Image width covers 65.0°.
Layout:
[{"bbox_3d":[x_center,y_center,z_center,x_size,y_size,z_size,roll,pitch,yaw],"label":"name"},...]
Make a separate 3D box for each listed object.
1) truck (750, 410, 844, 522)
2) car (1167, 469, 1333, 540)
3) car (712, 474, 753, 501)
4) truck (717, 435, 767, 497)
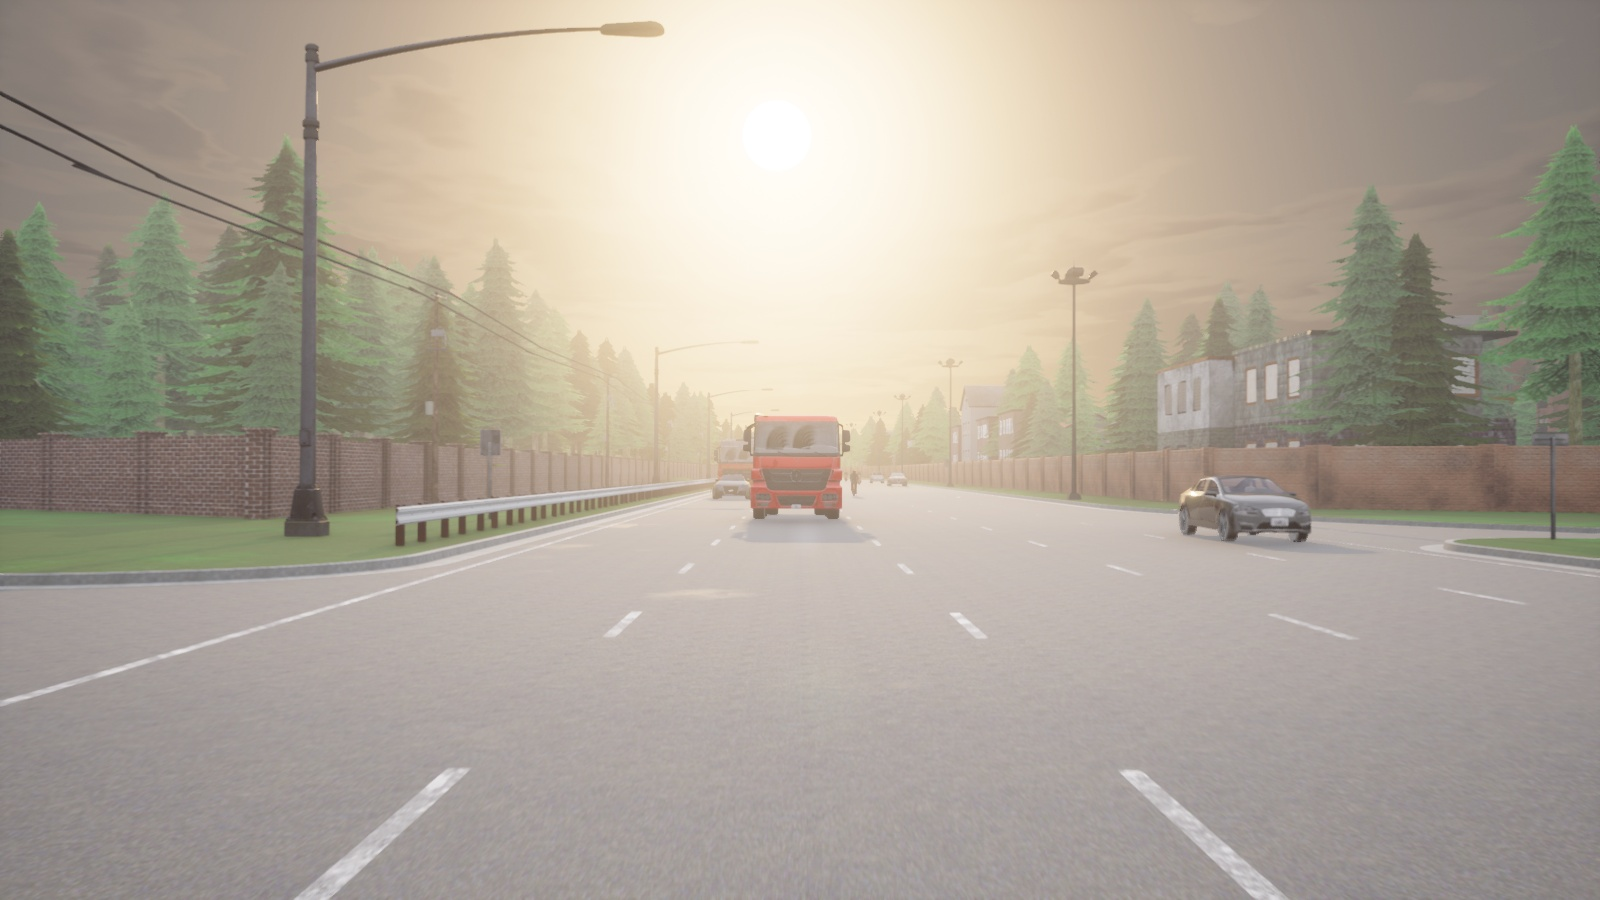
[{"bbox_3d":[-0.111,0.550,42.825,2.891,3.462,7.936,0,-1,0],"label":"truck"},{"bbox_3d":[10.426,1.224,29.550,2.128,1.511,4.902,0,-1,0],"label":"car"},{"bbox_3d":[-3.672,2.047,68.999,1.994,1.385,4.181,0,-1,0],"label":"car"},{"bbox_3d":[-3.708,1.034,81.868,2.891,3.827,8.468,0,-1,0],"label":"truck"}]
